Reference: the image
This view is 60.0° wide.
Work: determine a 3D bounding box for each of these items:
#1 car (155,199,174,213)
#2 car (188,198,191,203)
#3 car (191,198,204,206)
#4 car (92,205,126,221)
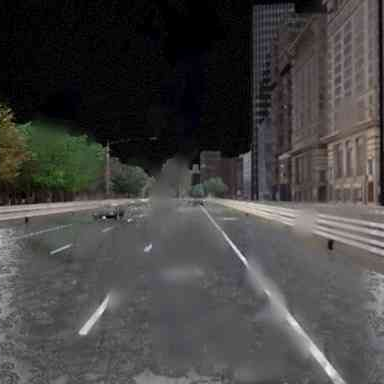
[{"bbox_3d":[-3.410,1.623,41.420,2.097,1.767,4.553,0,-1,0],"label":"car"},{"bbox_3d":[-0.019,2.156,83.268,1.994,1.385,4.181,0,-1,0],"label":"car"},{"bbox_3d":[1.208,2.012,64.873,1.837,1.490,4.892,0,-1,0],"label":"car"},{"bbox_3d":[-6.914,1.752,28.349,1.895,1.301,4.718,0,-1,0],"label":"car"}]
